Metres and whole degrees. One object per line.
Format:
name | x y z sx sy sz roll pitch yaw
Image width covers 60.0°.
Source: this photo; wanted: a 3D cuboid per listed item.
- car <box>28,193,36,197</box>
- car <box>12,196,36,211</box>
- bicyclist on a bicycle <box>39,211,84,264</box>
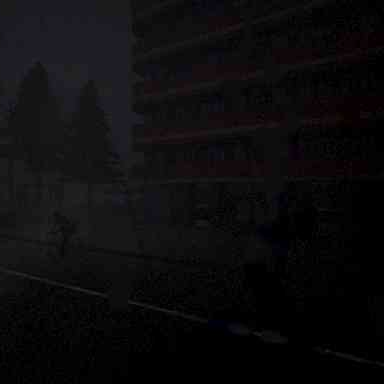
car | -20.740 1.164 44.430 2.150 2.045 5.566 0 0 34
car | -19.269 1.543 40.357 1.895 1.301 4.718 0 0 34
bicyclist on a bicycle | -4.200 1.432 10.759 0.582 1.620 1.656 0 2 34
